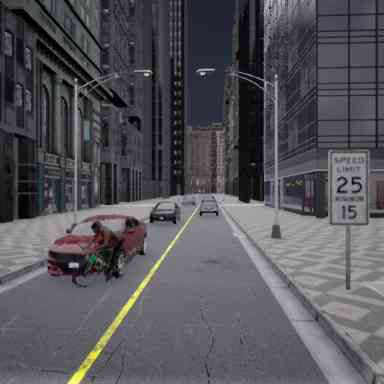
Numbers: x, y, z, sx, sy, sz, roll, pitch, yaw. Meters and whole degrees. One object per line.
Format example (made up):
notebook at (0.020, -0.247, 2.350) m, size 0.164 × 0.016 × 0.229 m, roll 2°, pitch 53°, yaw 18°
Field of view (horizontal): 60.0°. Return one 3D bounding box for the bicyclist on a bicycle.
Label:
bicyclist on a bicycle at (-2.076, 1.377, 7.863) m, size 1.656 × 1.620 × 0.582 m, roll -18°, pitch 33°, yaw -39°

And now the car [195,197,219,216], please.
car at (1.689, 1.529, 32.706) m, size 2.033 × 1.411 × 5.357 m, roll 0°, pitch 0°, yaw 3°

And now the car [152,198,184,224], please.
car at (-1.908, 1.473, 24.760) m, size 1.882 × 1.535 × 5.008 m, roll 0°, pitch 0°, yaw 3°

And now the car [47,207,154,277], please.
car at (-2.683, 1.480, 10.470) m, size 1.882 × 1.535 × 5.008 m, roll 0°, pitch 0°, yaw 3°

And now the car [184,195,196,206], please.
car at (-0.511, 1.266, 52.190) m, size 2.097 × 1.767 × 4.553 m, roll 0°, pitch 0°, yaw 3°
